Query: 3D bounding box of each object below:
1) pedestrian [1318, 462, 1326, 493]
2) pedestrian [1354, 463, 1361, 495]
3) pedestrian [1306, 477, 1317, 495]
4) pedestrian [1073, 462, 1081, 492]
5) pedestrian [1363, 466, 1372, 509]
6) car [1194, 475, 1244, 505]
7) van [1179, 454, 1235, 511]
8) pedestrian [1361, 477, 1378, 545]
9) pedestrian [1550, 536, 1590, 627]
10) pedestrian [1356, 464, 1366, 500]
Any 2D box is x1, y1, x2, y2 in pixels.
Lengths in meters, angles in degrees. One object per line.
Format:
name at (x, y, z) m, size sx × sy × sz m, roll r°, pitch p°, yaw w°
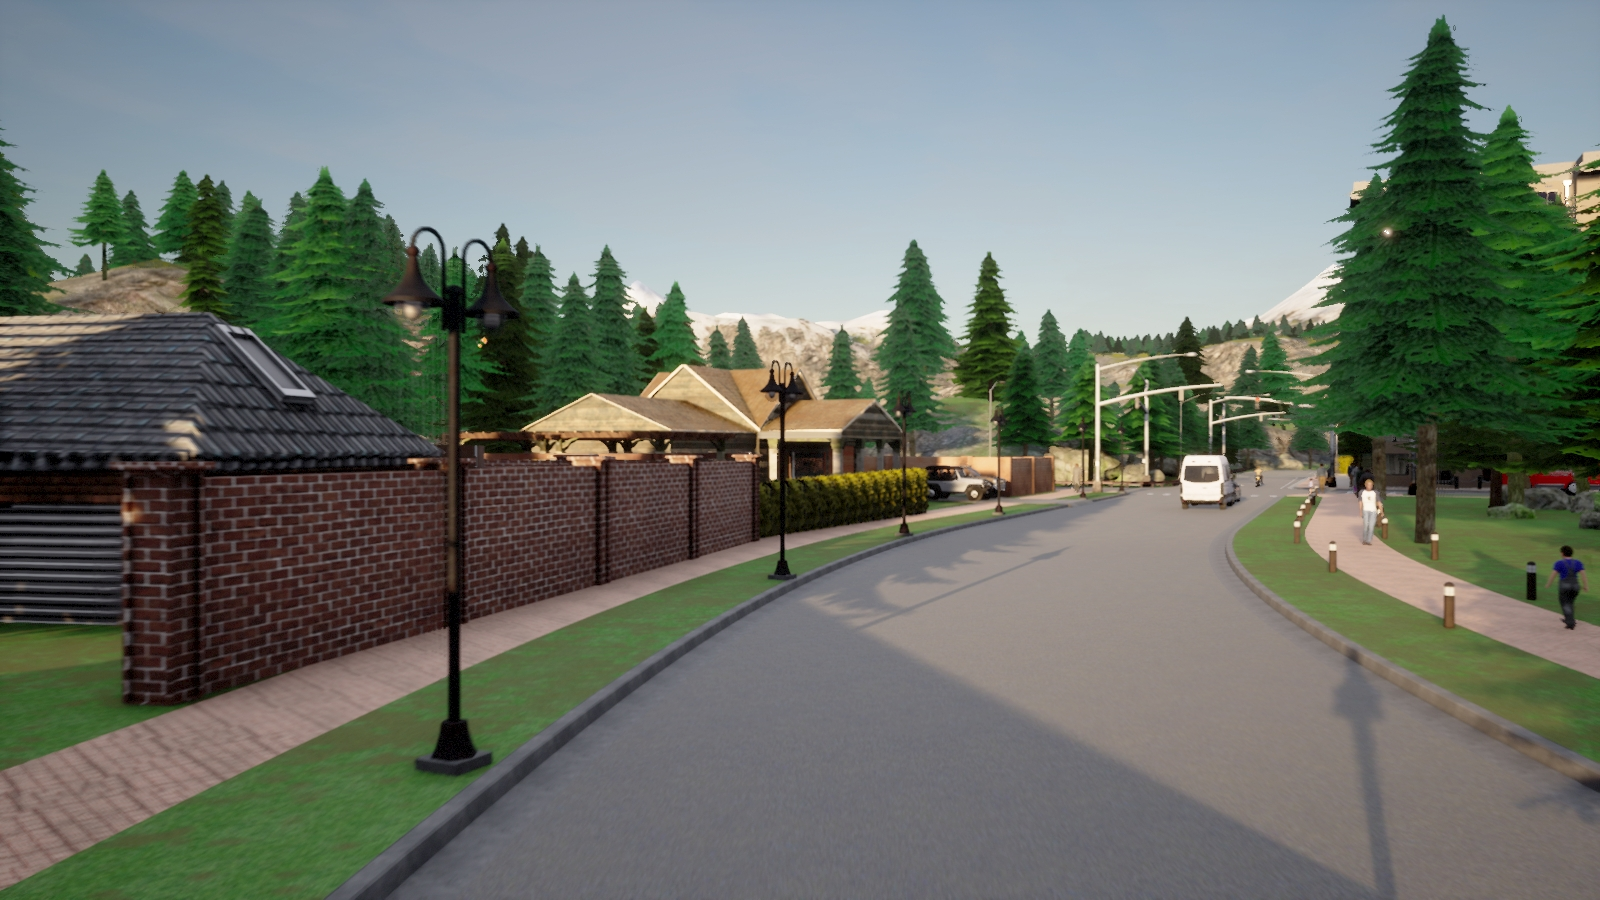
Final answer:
pedestrian at (31.952, 1.682, 69.926) m, size 0.375 × 1.860 × 0.375 m, roll 0°, pitch 0°, yaw 14°
pedestrian at (32.639, 1.679, 66.894) m, size 0.375 × 1.860 × 0.375 m, roll 0°, pitch 0°, yaw 28°
pedestrian at (31.368, 2.214, 70.047) m, size 0.500 × 1.100 × 0.500 m, roll 0°, pitch 0°, yaw 6°
pedestrian at (17.183, 1.671, 70.844) m, size 0.375 × 1.860 × 0.375 m, roll 0°, pitch 0°, yaw 26°
pedestrian at (25.305, 1.667, 50.965) m, size 0.375 × 1.860 × 0.375 m, roll 0°, pitch 0°, yaw 26°
car at (22.267, 2.076, 60.600) m, size 2.033 × 1.411 × 5.357 m, roll 0°, pitch 0°, yaw 26°
van at (19.861, 1.505, 55.576) m, size 1.988 × 2.561 × 5.915 m, roll 0°, pitch 0°, yaw 26°
pedestrian at (15.704, 1.666, 31.506) m, size 0.375 × 1.860 × 0.375 m, roll 0°, pitch 0°, yaw 18°
pedestrian at (11.440, 1.945, 16.980) m, size 0.375 × 1.300 × 0.375 m, roll 0°, pitch 0°, yaw 8°
pedestrian at (29.321, 1.666, 59.709) m, size 0.375 × 1.860 × 0.375 m, roll 0°, pitch 0°, yaw 16°
